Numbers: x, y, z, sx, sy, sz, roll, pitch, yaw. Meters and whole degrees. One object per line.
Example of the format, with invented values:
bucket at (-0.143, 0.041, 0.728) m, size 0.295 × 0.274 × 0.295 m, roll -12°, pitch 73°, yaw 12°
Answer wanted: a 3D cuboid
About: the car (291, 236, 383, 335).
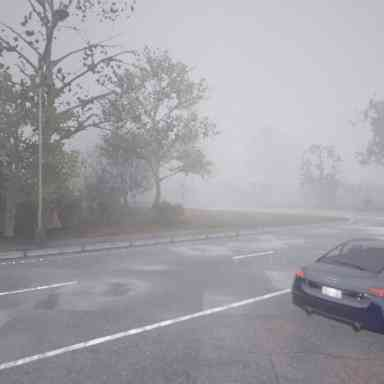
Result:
car at (3.857, 1.561, 6.445) m, size 4.181 × 1.385 × 1.994 m, roll 0°, pitch 0°, yaw -35°
